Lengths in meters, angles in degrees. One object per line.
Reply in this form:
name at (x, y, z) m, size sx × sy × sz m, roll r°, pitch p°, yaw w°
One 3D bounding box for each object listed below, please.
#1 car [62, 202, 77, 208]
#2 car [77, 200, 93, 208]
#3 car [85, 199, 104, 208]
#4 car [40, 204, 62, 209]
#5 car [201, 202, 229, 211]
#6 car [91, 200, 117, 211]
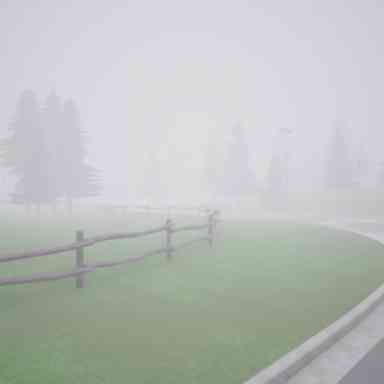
car at (-26.995, 2.780, 70.711) m, size 4.718 × 1.301 × 1.895 m, roll -1°, pitch -1°, yaw 43°
car at (-24.436, 2.753, 73.111) m, size 5.357 × 1.411 × 2.033 m, roll -1°, pitch -1°, yaw 43°
car at (-22.153, 2.601, 75.769) m, size 4.553 × 1.767 × 2.097 m, roll -1°, pitch -1°, yaw 43°
car at (-29.215, 2.507, 68.001) m, size 4.553 × 1.767 × 2.097 m, roll -1°, pitch -1°, yaw 43°
car at (3.401, 2.271, 52.263) m, size 5.008 × 1.535 × 1.882 m, roll -1°, pitch -1°, yaw 42°
car at (-14.076, 2.448, 54.105) m, size 4.181 × 1.385 × 1.994 m, roll -1°, pitch -1°, yaw 43°
